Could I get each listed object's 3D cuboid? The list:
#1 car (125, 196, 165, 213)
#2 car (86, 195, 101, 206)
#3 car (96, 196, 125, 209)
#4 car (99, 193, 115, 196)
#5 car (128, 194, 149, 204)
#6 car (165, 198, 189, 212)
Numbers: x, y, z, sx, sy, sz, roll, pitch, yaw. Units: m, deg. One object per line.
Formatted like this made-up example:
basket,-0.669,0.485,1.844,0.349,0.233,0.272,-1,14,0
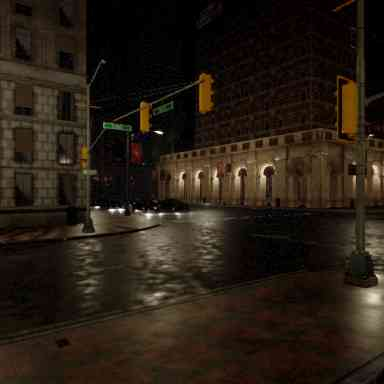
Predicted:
car,-5.318,1.505,37.467,1.837,1.490,4.892,0,0,-36
car,-16.990,1.478,53.987,1.882,1.535,5.008,0,0,-35
car,-11.124,1.564,45.597,1.994,1.385,4.181,0,0,-35
car,-14.117,1.221,56.016,2.150,2.045,5.566,0,0,-35
car,-9.982,1.352,62.357,2.097,1.767,4.553,0,0,-35
car,-2.273,1.478,39.231,1.882,1.535,5.008,0,0,-36
